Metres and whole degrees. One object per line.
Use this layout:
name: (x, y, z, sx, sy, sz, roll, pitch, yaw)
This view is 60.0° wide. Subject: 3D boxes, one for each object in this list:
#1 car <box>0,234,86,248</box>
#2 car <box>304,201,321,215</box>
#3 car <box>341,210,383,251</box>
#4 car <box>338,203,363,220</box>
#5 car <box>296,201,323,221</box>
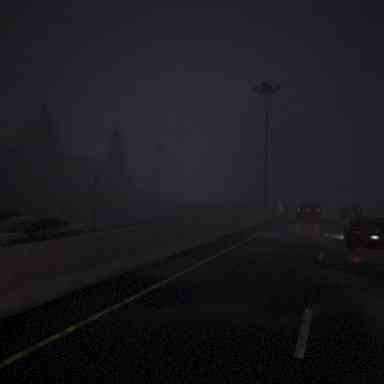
car: (-5.419, 1.502, 10.900, 1.812, 1.442, 4.674, 1, 0, 23)
car: (14.520, 1.888, 40.268, 1.812, 1.442, 4.674, 1, 0, 19)
car: (7.810, 1.726, 14.597, 1.994, 1.385, 4.181, 1, 0, 23)
car: (15.099, 1.809, 31.690, 1.882, 1.535, 5.008, 1, 0, 22)
car: (10.759, 1.622, 30.328, 2.097, 1.767, 4.553, 1, 0, 23)
